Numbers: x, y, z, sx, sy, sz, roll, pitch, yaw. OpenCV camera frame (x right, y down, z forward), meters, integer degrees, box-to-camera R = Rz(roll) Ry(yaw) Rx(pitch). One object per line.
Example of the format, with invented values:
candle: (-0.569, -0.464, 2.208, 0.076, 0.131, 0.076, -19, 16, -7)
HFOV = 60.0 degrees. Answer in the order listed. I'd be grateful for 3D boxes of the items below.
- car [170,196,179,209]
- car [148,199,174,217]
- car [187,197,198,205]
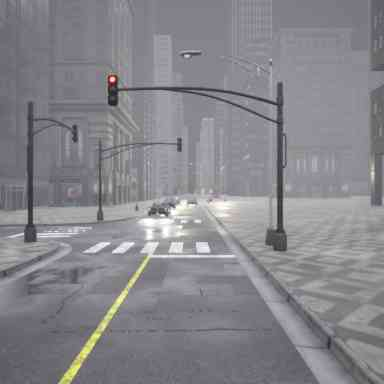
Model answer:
car: (-3.082, 1.622, 44.548, 1.895, 1.301, 4.718, 0, 0, 0)
car: (-3.088, 1.613, 31.990, 1.895, 1.301, 4.718, 0, 0, 0)
car: (0.021, 1.581, 57.629, 2.033, 1.411, 5.357, 0, 0, 0)
